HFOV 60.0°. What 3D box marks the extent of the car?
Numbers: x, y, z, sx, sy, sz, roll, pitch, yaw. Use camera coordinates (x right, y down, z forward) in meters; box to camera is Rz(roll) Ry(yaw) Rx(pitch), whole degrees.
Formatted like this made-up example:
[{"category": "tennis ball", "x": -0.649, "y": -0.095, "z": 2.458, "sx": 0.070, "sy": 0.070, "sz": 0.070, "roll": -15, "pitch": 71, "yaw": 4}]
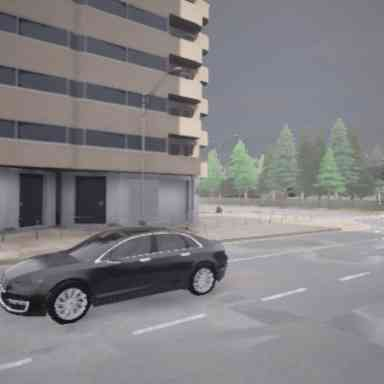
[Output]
[{"category": "car", "x": -1.390, "y": 1.543, "z": 7.296, "sx": 4.892, "sy": 1.490, "sz": 1.837, "roll": 1, "pitch": -1, "yaw": -35}]
